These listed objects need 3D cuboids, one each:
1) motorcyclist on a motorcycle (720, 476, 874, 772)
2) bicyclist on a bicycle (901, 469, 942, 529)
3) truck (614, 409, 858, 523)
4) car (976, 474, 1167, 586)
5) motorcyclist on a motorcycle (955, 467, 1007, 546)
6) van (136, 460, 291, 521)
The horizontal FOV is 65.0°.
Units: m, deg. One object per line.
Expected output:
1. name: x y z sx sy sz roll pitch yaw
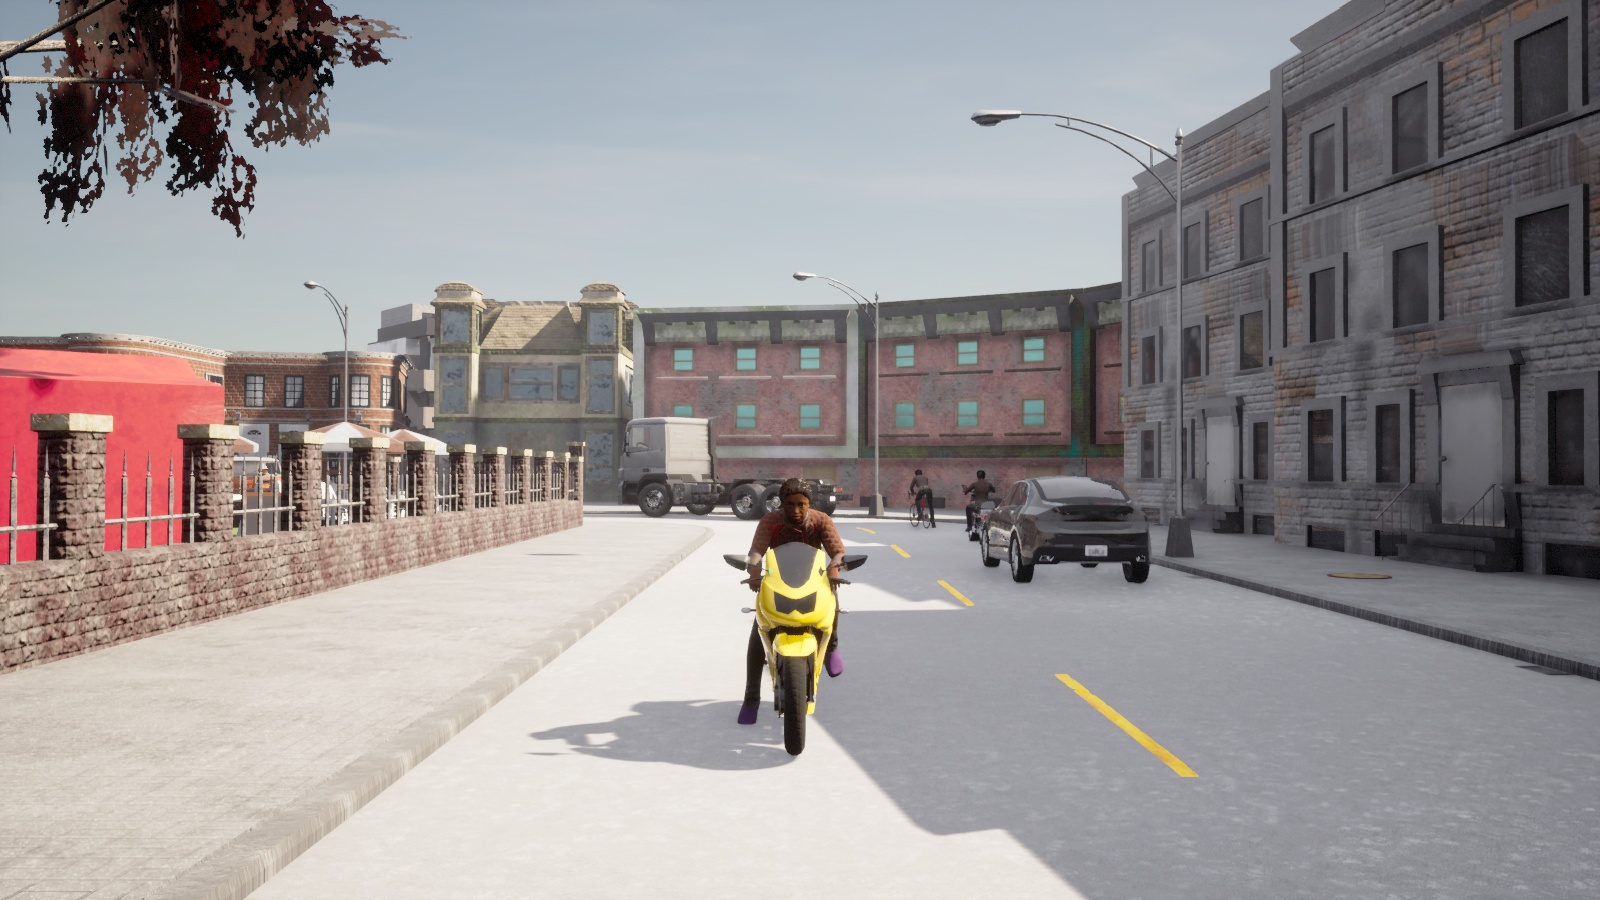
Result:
1. motorcyclist on a motorcycle: -0.020 0.923 7.552 0.797 1.523 2.044 0 -1 0
2. bicyclist on a bicycle: 3.362 1.341 34.925 0.582 1.620 1.656 0 -1 -14
3. truck: -2.226 0.540 41.630 7.936 3.462 2.891 -1 -1 34
4. car: 3.949 1.122 19.124 1.837 1.490 4.892 0 -1 0
5. motorcyclist on a motorcycle: 3.928 1.208 27.391 0.766 1.649 2.350 0 -1 0
6. van: -19.921 1.363 42.747 4.442 1.987 1.775 0 -1 0
